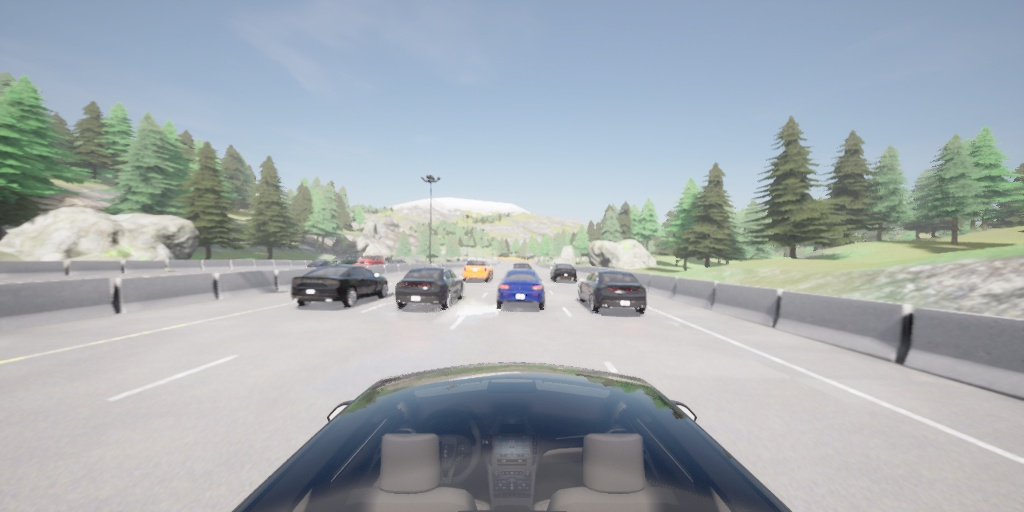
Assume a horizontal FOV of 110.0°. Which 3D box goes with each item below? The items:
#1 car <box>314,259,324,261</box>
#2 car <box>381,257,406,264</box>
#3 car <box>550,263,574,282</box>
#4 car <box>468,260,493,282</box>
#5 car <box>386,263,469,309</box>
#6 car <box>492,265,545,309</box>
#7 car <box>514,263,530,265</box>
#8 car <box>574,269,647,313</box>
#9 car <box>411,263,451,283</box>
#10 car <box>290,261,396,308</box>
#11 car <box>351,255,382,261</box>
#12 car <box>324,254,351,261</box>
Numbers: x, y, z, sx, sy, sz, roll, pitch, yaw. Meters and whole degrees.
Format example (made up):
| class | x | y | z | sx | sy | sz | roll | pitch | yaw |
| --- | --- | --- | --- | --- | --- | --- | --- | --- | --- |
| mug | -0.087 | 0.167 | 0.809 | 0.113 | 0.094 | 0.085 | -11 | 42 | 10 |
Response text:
| class | x | y | z | sx | sy | sz | roll | pitch | yaw |
| --- | --- | --- | --- | --- | --- | --- | --- | --- | --- |
| car | -26.720 | 1.068 | 50.389 | 1.994 | 1.385 | 4.181 | 1 | -1 | 2 |
| car | -16.225 | 1.219 | 50.558 | 1.837 | 1.490 | 4.892 | 1 | -1 | 2 |
| car | 4.350 | 1.369 | 30.776 | 1.882 | 1.535 | 5.008 | 1 | -1 | 2 |
| car | -2.706 | 1.092 | 29.169 | 2.097 | 1.767 | 4.553 | 1 | 0 | 2 |
| car | -3.140 | 1.177 | 14.445 | 1.837 | 1.490 | 4.892 | 1 | 0 | 2 |
| car | 0.375 | 1.267 | 14.830 | 1.812 | 1.442 | 4.674 | 1 | 0 | 2 |
| car | 0.807 | 1.318 | 29.539 | 1.837 | 1.490 | 4.892 | 1 | 0 | 2 |
| car | 3.860 | 1.313 | 14.346 | 1.837 | 1.490 | 4.892 | 1 | 0 | 2 |
| car | -6.241 | 1.267 | 28.278 | 1.895 | 1.301 | 4.718 | 1 | 0 | 2 |
| car | -6.641 | 1.083 | 14.442 | 1.882 | 1.535 | 5.008 | 1 | -1 | 2 |
| car | -19.735 | 0.856 | 50.029 | 2.150 | 2.045 | 5.566 | 1 | -1 | 2 |
| car | -23.235 | 0.786 | 49.899 | 2.150 | 2.045 | 5.566 | 1 | -1 | 2 |
